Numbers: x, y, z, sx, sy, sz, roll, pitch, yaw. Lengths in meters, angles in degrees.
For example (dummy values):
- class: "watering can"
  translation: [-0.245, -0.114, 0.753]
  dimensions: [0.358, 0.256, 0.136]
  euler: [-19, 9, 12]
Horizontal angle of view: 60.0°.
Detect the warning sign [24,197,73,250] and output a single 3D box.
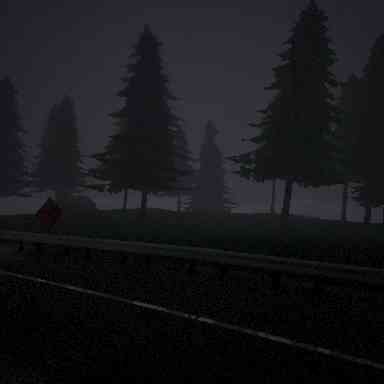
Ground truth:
- class: "warning sign"
  translation: [-5.401, 1.114, 12.571]
  dimensions: [1.060, 1.860, 1.300]
  euler: [0, 0, 29]
